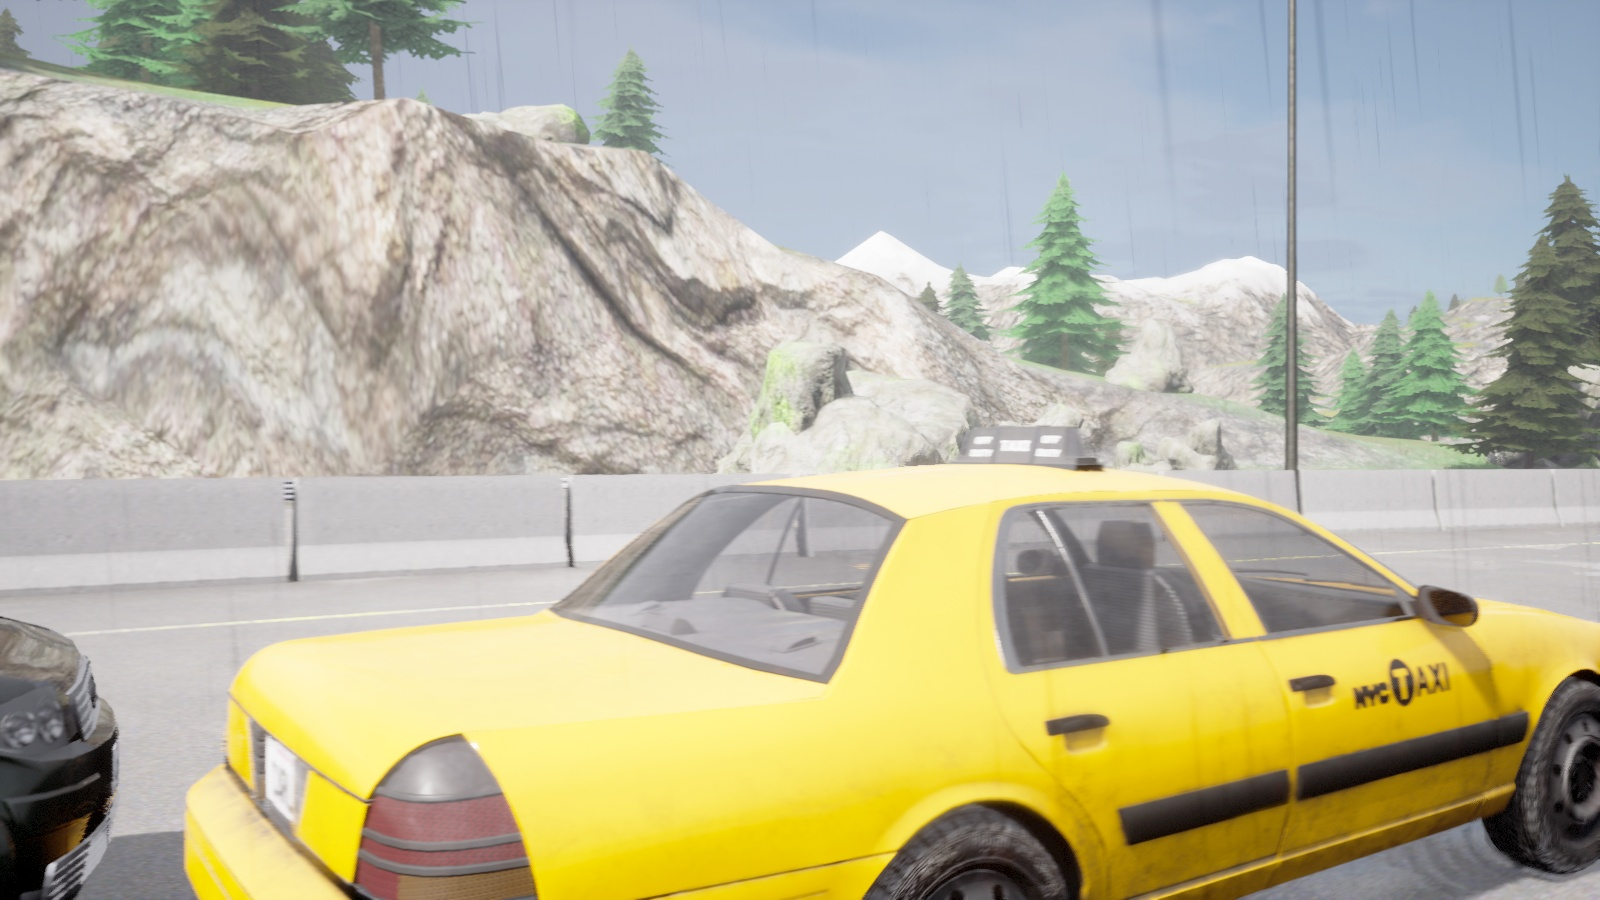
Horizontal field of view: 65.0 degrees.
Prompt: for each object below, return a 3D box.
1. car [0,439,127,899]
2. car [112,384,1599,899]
[{"bbox_3d":[-3.733,0.732,2.989,3.705,1.549,1.789,1,-1,-27],"label":"car"},{"bbox_3d":[0.870,0.688,4.169,5.366,1.575,1.801,0,0,-35],"label":"car"}]
